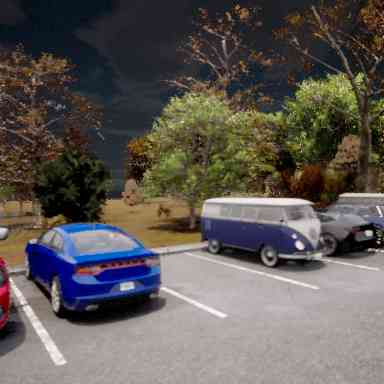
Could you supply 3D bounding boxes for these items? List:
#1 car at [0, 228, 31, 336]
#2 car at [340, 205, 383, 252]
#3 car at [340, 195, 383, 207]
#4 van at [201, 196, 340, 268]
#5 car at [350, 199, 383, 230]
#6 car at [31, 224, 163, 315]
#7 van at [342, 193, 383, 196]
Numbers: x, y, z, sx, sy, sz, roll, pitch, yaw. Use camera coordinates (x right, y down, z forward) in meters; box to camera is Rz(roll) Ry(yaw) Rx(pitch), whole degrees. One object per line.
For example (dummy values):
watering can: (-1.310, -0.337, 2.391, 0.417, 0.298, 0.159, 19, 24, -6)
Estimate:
car: (-4.845, 1.228, 6.104, 2.435, 2.045, 5.566, 0, 0, -35)
car: (4.441, 1.401, 12.789, 2.163, 1.488, 4.792, -1, 1, -35)
car: (6.673, 1.202, 14.301, 2.185, 1.767, 4.553, -1, 1, -35)
van: (2.223, 1.192, 11.025, 1.878, 1.987, 4.442, -1, 1, -35)
car: (11.353, 1.234, 17.681, 2.231, 1.521, 4.892, -1, 1, -35)
car: (-2.549, 1.479, 7.767, 2.097, 1.535, 5.008, 0, 0, -35)
van: (8.985, 1.054, 16.131, 1.878, 1.987, 4.442, -1, 1, -35)
